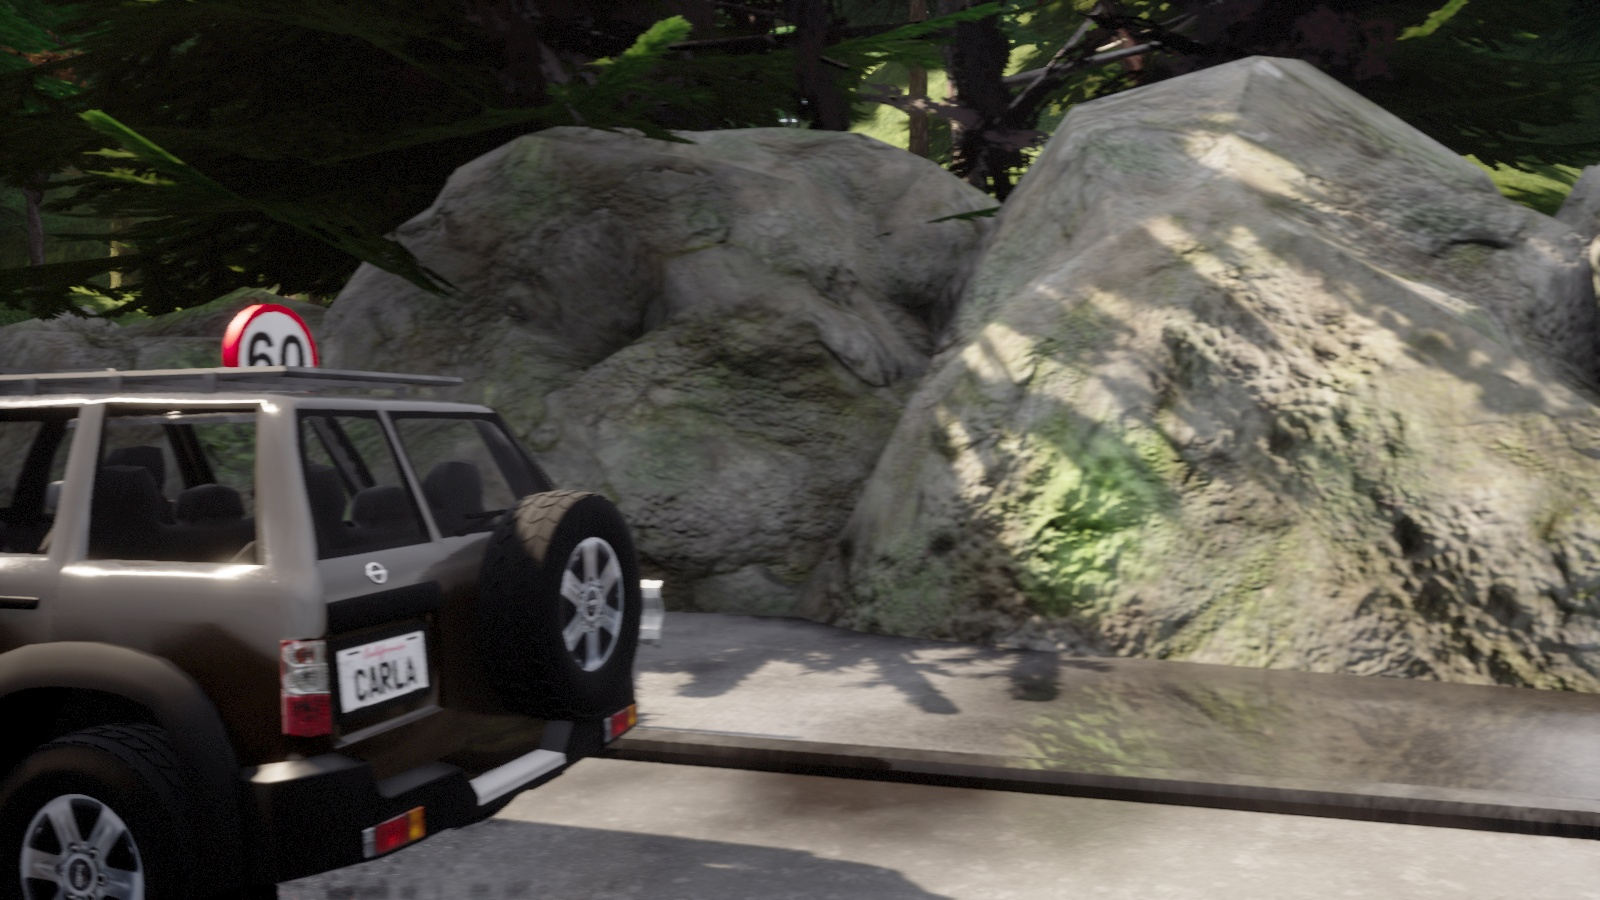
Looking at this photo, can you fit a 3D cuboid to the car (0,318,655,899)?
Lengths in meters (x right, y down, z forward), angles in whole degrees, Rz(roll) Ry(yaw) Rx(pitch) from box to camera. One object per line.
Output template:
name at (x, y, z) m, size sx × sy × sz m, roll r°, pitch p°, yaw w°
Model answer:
car at (-3.063, 0.586, 4.743) m, size 4.605 × 1.855 × 1.932 m, roll 0°, pitch 1°, yaw 19°
